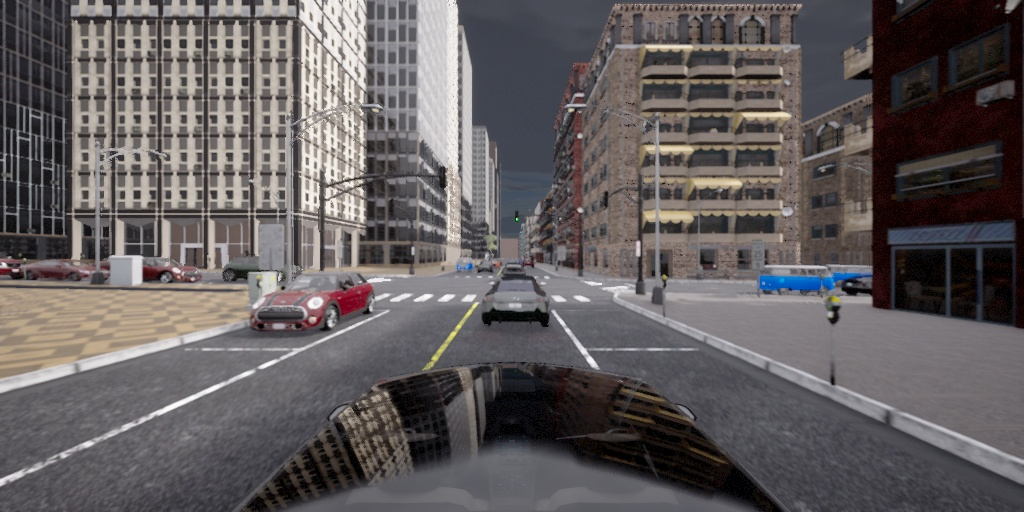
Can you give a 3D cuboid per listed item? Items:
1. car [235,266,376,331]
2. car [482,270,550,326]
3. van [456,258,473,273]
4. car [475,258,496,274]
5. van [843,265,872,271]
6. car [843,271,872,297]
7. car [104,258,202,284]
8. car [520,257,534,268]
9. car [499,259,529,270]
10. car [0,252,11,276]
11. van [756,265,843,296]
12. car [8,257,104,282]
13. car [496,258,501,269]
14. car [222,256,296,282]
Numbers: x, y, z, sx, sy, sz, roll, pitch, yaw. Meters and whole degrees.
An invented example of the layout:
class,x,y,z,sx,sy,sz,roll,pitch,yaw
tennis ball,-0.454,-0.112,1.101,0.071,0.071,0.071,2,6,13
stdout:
class,x,y,z,sx,sy,sz,roll,pitch,yaw
car,-5.692,1.194,10.751,1.967,1.591,4.097,0,0,0
car,0.177,1.319,11.757,1.994,1.385,4.181,0,0,2
van,-5.696,1.118,43.225,1.690,1.789,3.998,0,0,0
car,-3.108,1.279,42.211,1.837,1.490,4.892,0,1,-1
van,27.915,1.665,30.015,3.998,1.789,1.690,0,0,0
car,22.449,1.793,21.654,4.313,1.339,1.948,0,0,0
car,-21.150,0.829,21.517,4.097,1.591,1.967,0,0,0
car,2.682,1.109,59.880,2.192,1.841,5.009,0,0,0
car,0.124,1.296,29.256,1.837,1.490,4.892,1,0,0
car,-32.298,0.490,21.490,5.009,1.841,2.192,0,0,0
van,16.909,1.462,21.471,3.998,1.789,1.690,0,0,0
car,-26.724,0.864,21.503,4.207,1.307,1.802,0,0,0
car,-3.067,1.145,57.730,2.097,1.767,4.553,0,0,0
car,-16.607,0.827,24.130,4.553,1.767,2.097,1,0,-1
